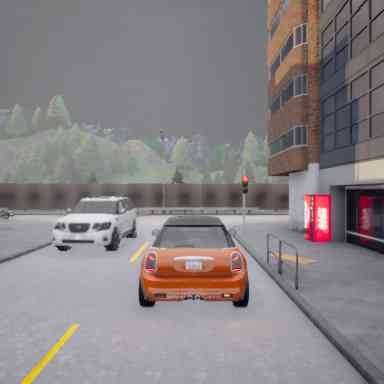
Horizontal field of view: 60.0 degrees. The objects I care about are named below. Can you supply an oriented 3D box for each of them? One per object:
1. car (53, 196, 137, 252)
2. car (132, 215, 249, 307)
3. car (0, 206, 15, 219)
[{"bbox_3d":[-3.834,1.221,14.257,2.150,2.045,5.566,0,0,2],"label":"car"},{"bbox_3d":[0.045,1.352,8.155,2.097,1.767,4.553,0,0,0],"label":"car"},{"bbox_3d":[-16.684,1.492,26.396,4.902,1.511,2.128,0,0,2],"label":"car"}]
